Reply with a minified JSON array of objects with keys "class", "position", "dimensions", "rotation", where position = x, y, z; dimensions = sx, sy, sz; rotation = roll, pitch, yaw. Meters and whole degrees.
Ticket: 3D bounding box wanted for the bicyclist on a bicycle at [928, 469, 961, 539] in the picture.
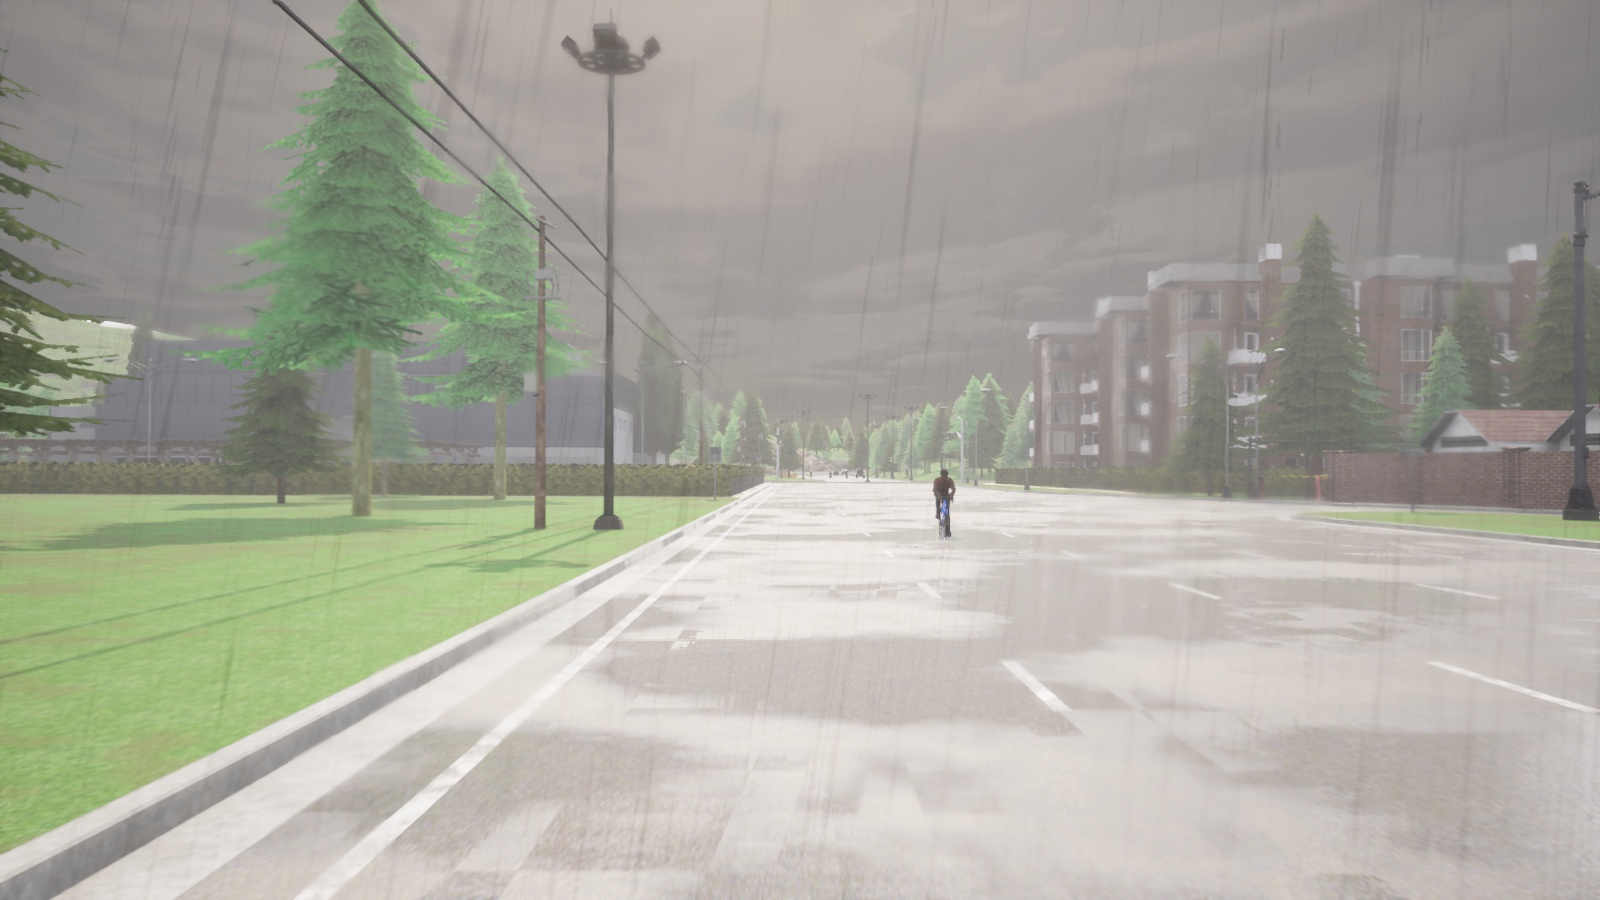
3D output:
[{"class":"bicyclist on a bicycle","position":[3.428,1.253,29.834],"dimensions":[0.582,1.620,1.656],"rotation":[0,-1,0]}]
